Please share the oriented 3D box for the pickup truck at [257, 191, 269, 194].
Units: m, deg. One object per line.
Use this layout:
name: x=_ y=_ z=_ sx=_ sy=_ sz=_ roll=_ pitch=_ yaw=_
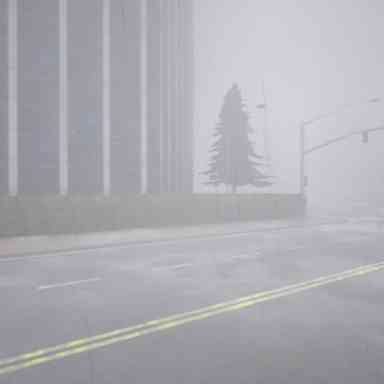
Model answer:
pickup truck: x=15.614 y=0.924 z=72.754 sx=2.390 sy=2.098 sz=6.274 roll=0 pitch=0 yaw=-6
